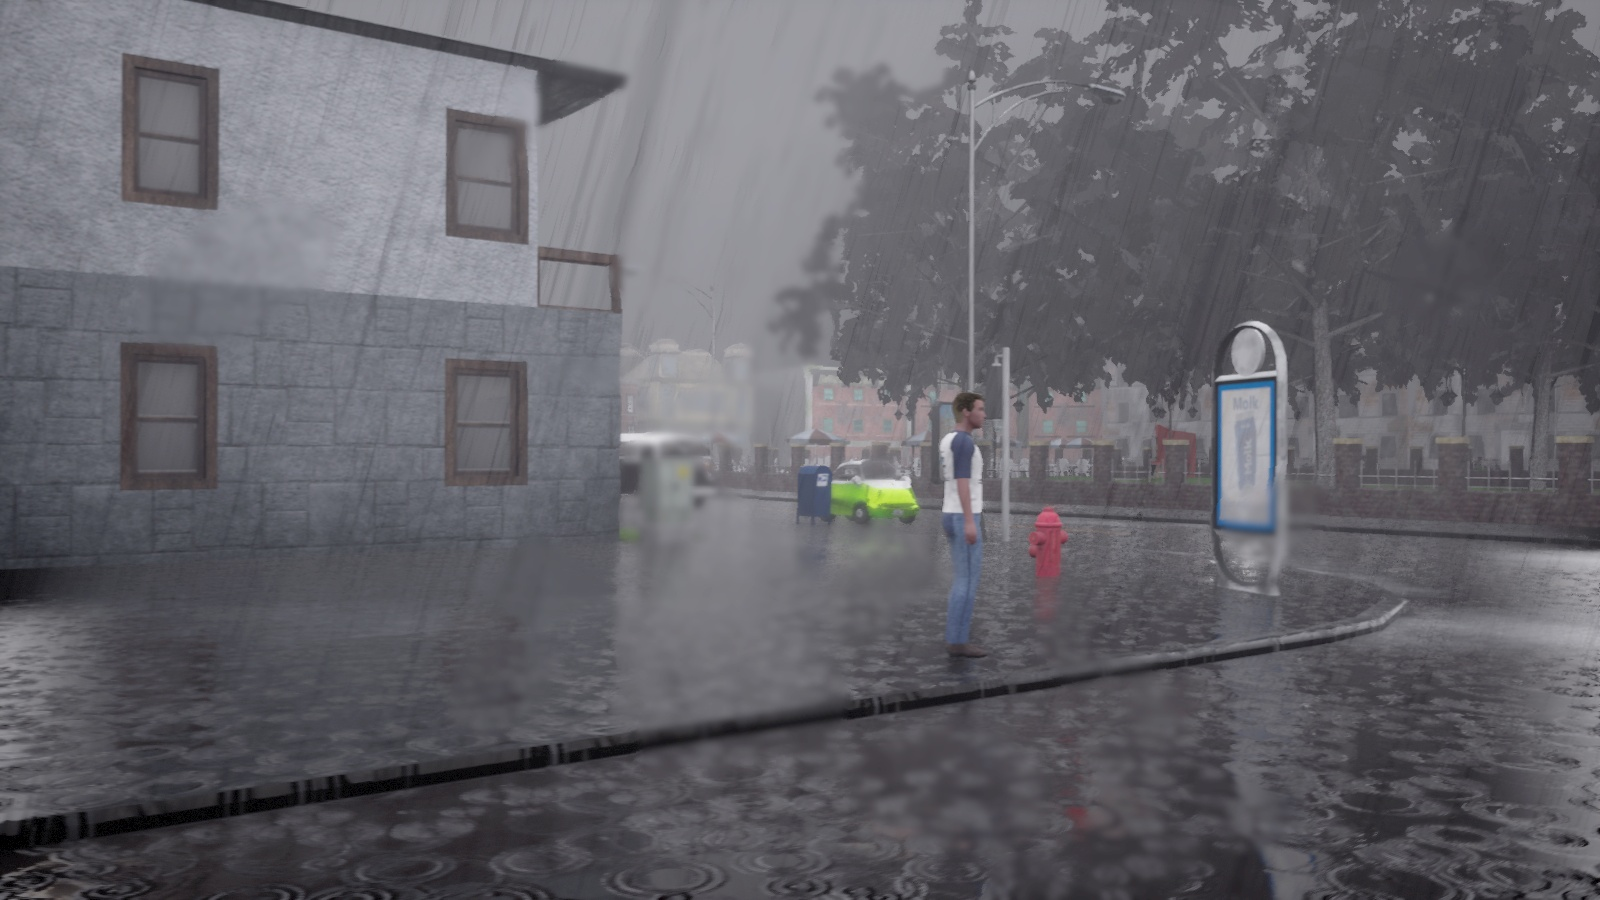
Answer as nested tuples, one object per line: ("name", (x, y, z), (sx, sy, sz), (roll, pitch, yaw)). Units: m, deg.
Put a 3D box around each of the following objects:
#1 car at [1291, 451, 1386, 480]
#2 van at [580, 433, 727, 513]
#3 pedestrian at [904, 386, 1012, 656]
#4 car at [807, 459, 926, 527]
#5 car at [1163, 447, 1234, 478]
("car", (32.141, 0.902, 75.111), (2.033, 1.649, 4.856), (0, 0, -36))
("van", (-4.087, 0.589, 34.450), (2.069, 2.038, 4.480), (0, 0, -36))
("pedestrian", (1.091, 0.483, 8.722), (0.706, 1.836, 0.354), (0, 0, 1))
("car", (1.403, 0.890, 26.960), (1.481, 1.376, 2.207), (0, -1, -36))
("car", (24.826, 0.785, 78.321), (1.905, 1.878, 3.866), (0, 0, -36))
